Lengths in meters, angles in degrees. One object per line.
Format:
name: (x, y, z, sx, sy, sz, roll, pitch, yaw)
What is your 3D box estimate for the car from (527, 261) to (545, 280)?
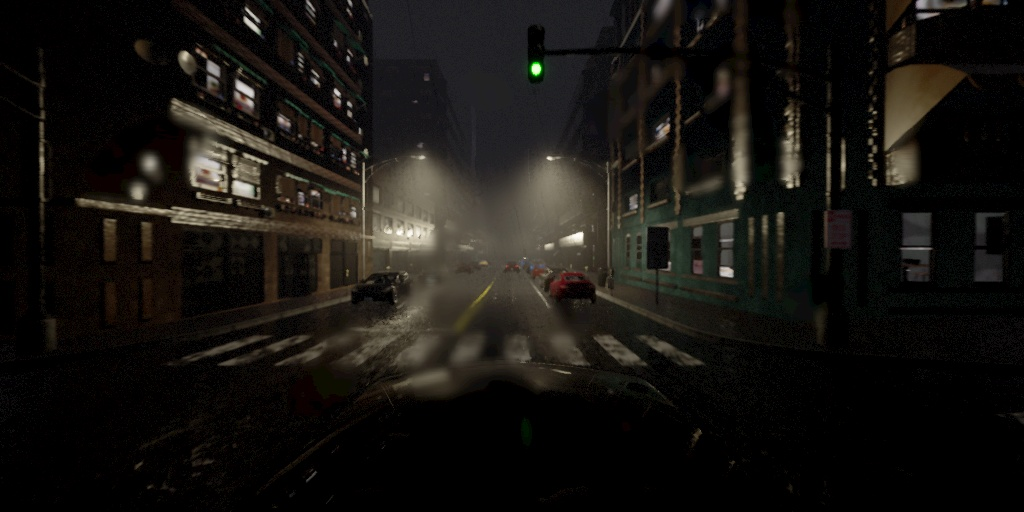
car: (2.689, 1.378, 32.953, 1.888, 1.381, 4.507, 0, 0, 0)

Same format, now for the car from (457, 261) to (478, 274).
car: (-5.692, 1.411, 44.013, 1.888, 1.381, 4.507, 0, 0, 0)

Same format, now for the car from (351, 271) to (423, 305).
car: (-5.692, 1.353, 16.395, 1.948, 1.339, 4.313, 0, 0, 0)

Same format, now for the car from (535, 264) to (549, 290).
car: (2.689, 1.368, 21.906, 1.948, 1.339, 4.313, 0, 0, 0)

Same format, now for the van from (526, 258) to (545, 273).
van: (2.689, 1.190, 38.476, 1.690, 1.789, 3.998, 0, 0, 0)

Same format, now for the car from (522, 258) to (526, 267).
car: (2.688, 1.441, 60.740, 1.751, 1.417, 4.829, 0, 0, 0)

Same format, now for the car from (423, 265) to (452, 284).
car: (-5.692, 1.383, 27.442, 1.948, 1.339, 4.313, 0, 0, 0)

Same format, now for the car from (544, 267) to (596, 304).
car: (2.689, 1.369, 16.383, 1.802, 1.307, 4.207, 0, 0, 0)

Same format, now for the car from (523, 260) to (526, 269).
car: (2.689, 1.431, 44.000, 1.948, 1.339, 4.313, 0, 0, 0)

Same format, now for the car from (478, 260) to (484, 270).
car: (-5.692, 1.481, 55.059, 1.802, 1.307, 4.207, 0, 0, 0)

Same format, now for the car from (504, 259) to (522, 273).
car: (-0.002, 1.397, 45.840, 1.812, 1.442, 4.674, 0, 0, 0)
